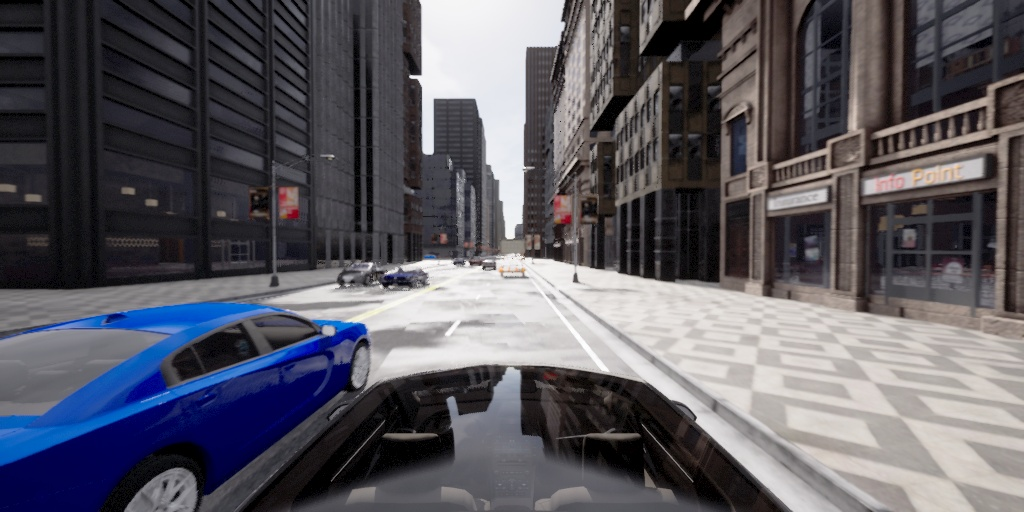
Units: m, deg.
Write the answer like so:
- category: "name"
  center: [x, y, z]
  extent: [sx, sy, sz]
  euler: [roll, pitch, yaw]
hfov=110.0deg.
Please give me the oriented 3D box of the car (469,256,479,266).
- category: "car"
  center: [-6.524, 0.879, 64.725]
  extent: [2.097, 1.767, 4.553]
  euler: [0, 0, 0]

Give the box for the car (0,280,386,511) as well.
- category: "car"
  center: [-3.150, 1.226, 3.680]
  extent: [1.882, 1.535, 5.008]
  euler: [0, 0, 0]

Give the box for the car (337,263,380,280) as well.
- category: "car"
  center: [-9.848, 1.206, 23.928]
  extent: [2.128, 1.511, 4.902]
  euler: [0, 0, 0]

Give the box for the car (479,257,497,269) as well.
- category: "car"
  center: [-3.158, 1.146, 51.449]
  extent: [2.033, 1.411, 5.357]
  euler: [0, 0, 0]

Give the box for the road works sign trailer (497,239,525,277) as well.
- category: "road works sign trailer"
  center: [0.061, 0.147, 33.891]
  extent: [2.380, 3.560, 2.880]
  euler: [0, 0, 0]

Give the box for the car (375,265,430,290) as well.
- category: "car"
  center: [-6.601, 1.320, 22.480]
  extent: [1.895, 1.301, 4.718]
  euler: [0, 0, 0]
